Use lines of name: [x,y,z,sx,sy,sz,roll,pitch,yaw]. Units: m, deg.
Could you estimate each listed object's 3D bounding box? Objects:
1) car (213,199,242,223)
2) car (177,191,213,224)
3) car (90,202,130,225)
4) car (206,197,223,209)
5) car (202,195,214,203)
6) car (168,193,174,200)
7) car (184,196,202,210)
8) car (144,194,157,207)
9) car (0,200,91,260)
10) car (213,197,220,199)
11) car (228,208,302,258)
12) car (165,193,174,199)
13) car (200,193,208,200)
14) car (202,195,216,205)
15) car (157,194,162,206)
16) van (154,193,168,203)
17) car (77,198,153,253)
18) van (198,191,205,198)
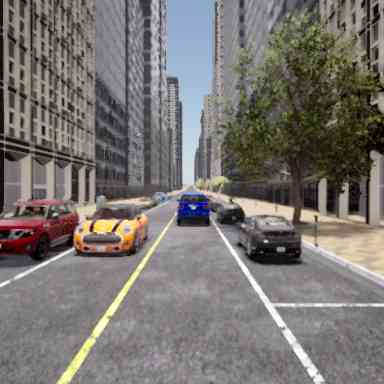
car: [2.685,1.418,23.620,2.008,1.369,4.403,0,0,0]
car: [0.100,1.090,23.462,2.150,2.045,5.566,0,0,0]
car: [-5.695,1.450,23.621,1.802,1.307,4.206,0,0,0]
car: [2.684,1.346,40.712,1.802,1.307,4.206,0,0,0]
car: [2.683,1.198,57.803,1.887,1.381,4.507,0,0,0]
car: [-5.699,1.086,74.894,2.008,1.369,4.403,0,0,0]
car: [0.095,1.256,40.797,2.128,1.511,4.902,0,0,0]
car: [-5.697,1.291,40.542,1.752,1.417,4.829,0,0,0]
car: [-5.695,1.248,12.225,2.192,1.841,5.009,0,0,0]
car: [2.684,1.350,35.015,2.008,1.369,4.403,0,0,0]
car: [2.686,1.483,12.226,2.008,1.369,4.403,0,0,0]
car: [-5.699,1.001,86.289,2.008,1.369,4.403,0,0,0]
car: [2.682,1.059,75.064,1.752,1.417,4.829,0,0,0]
car: [2.683,1.256,52.105,1.947,1.339,4.313,0,0,0]
car: [-5.697,1.294,46.408,1.947,1.339,4.313,0,0,0]
van: [-5.698,0.994,57.802,1.690,1.788,3.998,0,0,0]
car: [-3.003,1.279,13.246,2.097,1.767,4.553,0,0,0]
van: [2.680,0.746,91.984,1.690,1.788,3.998,0,0,0]
